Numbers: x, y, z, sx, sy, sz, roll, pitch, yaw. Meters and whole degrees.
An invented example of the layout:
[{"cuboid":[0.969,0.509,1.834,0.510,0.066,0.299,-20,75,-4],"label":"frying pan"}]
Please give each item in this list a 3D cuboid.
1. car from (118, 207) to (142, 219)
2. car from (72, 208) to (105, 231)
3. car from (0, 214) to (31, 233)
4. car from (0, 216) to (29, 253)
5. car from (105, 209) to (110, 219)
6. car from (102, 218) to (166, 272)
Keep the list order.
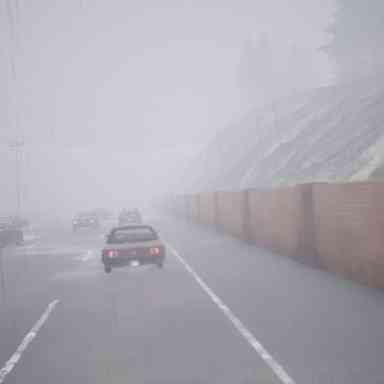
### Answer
[{"cuboid":[-5.488,2.132,29.485,2.128,1.511,4.902,-3,-1,-11],"label":"car"},{"cuboid":[-8.663,2.337,27.495,2.033,1.411,5.357,-3,-1,-11],"label":"car"},{"cuboid":[-16.269,2.832,30.048,1.895,1.301,4.718,-3,-1,-11],"label":"car"},{"cuboid":[-10.214,2.244,17.029,2.128,1.511,4.902,-3,-1,-11],"label":"car"},{"cuboid":[-11.163,2.641,40.522,1.994,1.385,4.181,-3,-1,-11],"label":"car"},{"cuboid":[-2.118,1.855,11.968,1.895,1.301,4.718,-3,-1,-11],"label":"car"}]
